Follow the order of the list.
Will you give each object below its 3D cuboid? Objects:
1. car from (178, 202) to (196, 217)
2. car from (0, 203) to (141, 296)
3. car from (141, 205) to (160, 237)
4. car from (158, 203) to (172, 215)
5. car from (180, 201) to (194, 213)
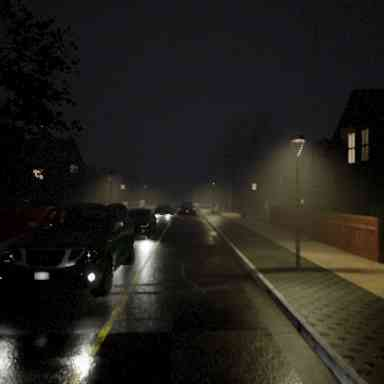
[{"bbox_3d":[-0.534,2.019,37.357,1.994,1.385,4.181,0,-1,-1],"label":"car"},{"bbox_3d":[-2.991,1.339,9.311,2.150,2.045,5.566,0,-1,-1],"label":"car"},{"bbox_3d":[-3.164,1.746,19.624,1.837,1.490,4.892,0,-1,-1],"label":"car"},{"bbox_3d":[-3.557,2.070,41.385,1.994,1.385,4.181,0,-1,-1],"label":"car"},{"bbox_3d":[-0.721,2.103,47.361,1.812,1.442,4.674,0,-1,-1],"label":"car"}]
